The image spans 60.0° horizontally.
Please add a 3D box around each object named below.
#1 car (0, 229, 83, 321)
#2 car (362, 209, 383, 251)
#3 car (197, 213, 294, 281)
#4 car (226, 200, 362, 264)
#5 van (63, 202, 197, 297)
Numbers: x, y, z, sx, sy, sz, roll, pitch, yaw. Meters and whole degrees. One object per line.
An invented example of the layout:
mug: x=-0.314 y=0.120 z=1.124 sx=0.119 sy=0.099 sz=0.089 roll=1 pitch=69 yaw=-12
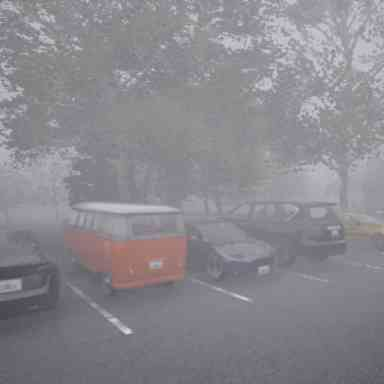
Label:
car: x=-4.215 y=1.512 z=7.088 sx=2.163 sy=1.488 sz=4.792 roll=1 pitch=0 yaw=-35
car: x=7.286 y=1.596 z=15.029 sx=1.946 sy=1.575 sz=5.366 roll=1 pitch=0 yaw=-35
car: x=0.430 y=1.554 z=10.332 sx=2.163 sy=1.488 sz=4.792 roll=1 pitch=0 yaw=-36
car: x=2.654 y=1.298 z=11.988 sx=2.435 sy=2.045 sz=5.566 roll=1 pitch=0 yaw=-36
van: x=-2.008 y=1.275 z=8.770 sx=1.878 sy=1.987 sz=4.442 roll=0 pitch=0 yaw=-36
